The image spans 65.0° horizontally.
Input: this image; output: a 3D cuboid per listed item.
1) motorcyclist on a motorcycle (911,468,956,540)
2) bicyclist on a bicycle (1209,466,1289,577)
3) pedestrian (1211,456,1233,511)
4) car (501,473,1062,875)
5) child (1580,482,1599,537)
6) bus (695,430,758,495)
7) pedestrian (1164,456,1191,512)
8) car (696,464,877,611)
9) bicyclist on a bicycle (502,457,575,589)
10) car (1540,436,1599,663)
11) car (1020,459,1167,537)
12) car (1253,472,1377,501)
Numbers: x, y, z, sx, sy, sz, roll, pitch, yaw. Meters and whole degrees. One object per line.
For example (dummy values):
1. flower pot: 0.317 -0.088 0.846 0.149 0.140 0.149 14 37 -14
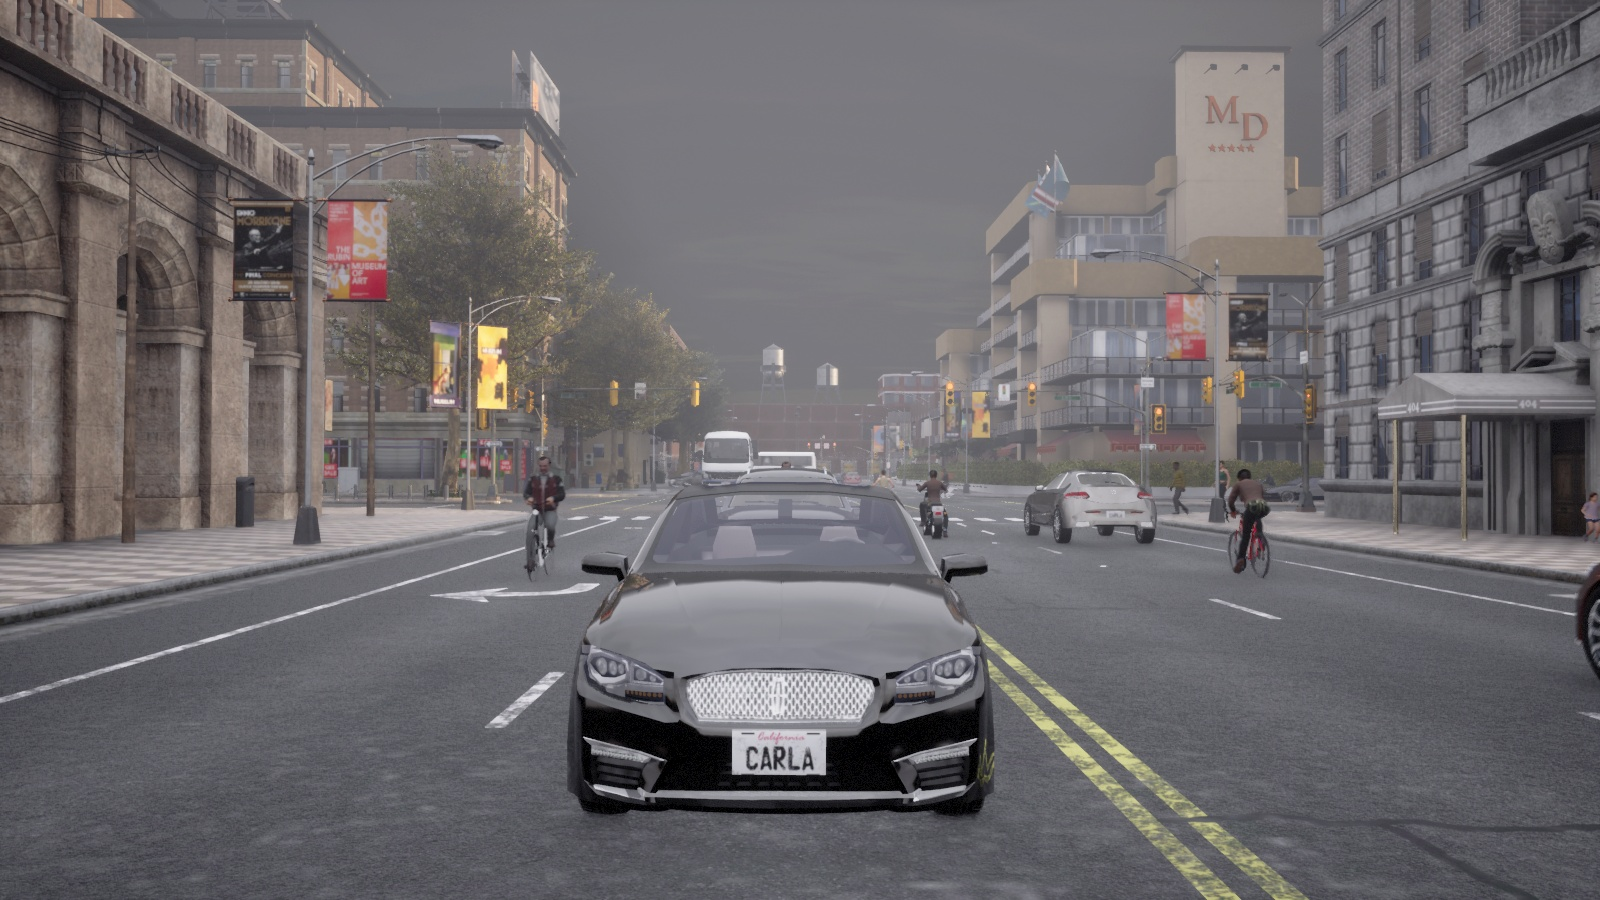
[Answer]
1. motorcyclist on a motorcycle: 3.150 1.252 29.827 0.766 1.649 2.350 0 -1 -1
2. bicyclist on a bicycle: 6.816 1.061 19.143 0.582 1.620 1.656 0 -1 -1
3. pedestrian: 14.186 1.121 42.196 0.594 1.836 0.345 0 -1 -23
4. car: -0.075 0.892 7.228 2.128 1.511 4.902 0 -1 0
5. child: 16.189 1.216 25.647 0.255 1.110 0.394 0 -1 3
6. bus: -4.931 0.914 86.961 3.944 4.253 10.273 0 -1 -1
7. pedestrian: 12.390 1.109 41.208 0.709 1.840 0.431 0 -1 -4
8. car: -0.165 1.023 16.623 2.033 1.649 4.856 0 -1 0
9. bicyclist on a bicycle: -3.678 0.998 17.807 0.659 1.776 1.843 0 -1 -1
10. car: 6.910 0.689 7.346 2.152 1.651 5.027 0 -1 0
11. car: 6.662 1.055 29.144 2.152 1.651 5.027 0 -1 -1
12. car: 25.783 1.814 63.007 5.357 1.411 2.033 0 -1 -1
